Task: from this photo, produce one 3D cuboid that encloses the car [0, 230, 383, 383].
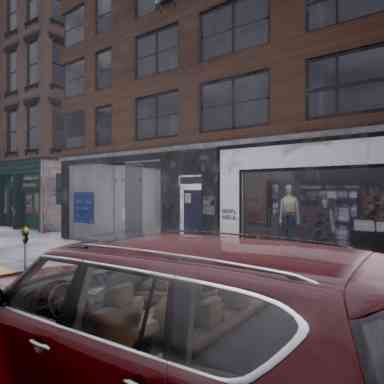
[{"bbox_3d":[-0.490,1.315,3.164,5.009,1.841,2.192,0,0,36],"label":"car"}]
